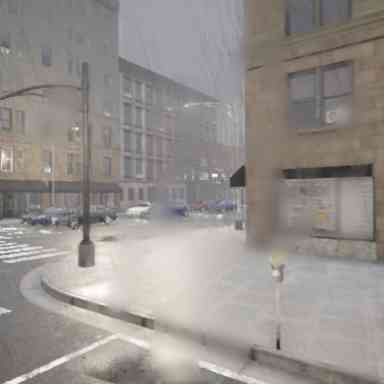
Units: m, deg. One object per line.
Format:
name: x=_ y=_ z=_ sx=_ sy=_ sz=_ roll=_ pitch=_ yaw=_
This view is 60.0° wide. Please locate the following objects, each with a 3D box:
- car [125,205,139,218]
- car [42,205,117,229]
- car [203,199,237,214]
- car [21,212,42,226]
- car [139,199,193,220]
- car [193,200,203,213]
car: x=-4.530 y=1.764 z=33.237 sx=1.812 sy=1.442 sz=4.674 roll=-1 pitch=0 yaw=35
car: x=-7.496 y=1.692 z=23.395 sx=2.128 sy=1.511 sz=4.902 roll=-1 pitch=0 yaw=35
car: x=3.701 y=1.676 z=39.248 sx=1.882 sy=1.535 sz=5.008 roll=-1 pitch=0 yaw=35
car: x=-10.058 y=1.788 z=25.400 sx=2.033 sy=1.411 sz=5.357 roll=-1 pitch=0 yaw=35
car: x=-2.302 y=1.551 z=30.760 sx=2.097 sy=1.767 sz=4.553 roll=-1 pitch=0 yaw=35
car: x=1.513 y=1.715 z=41.782 sx=1.882 sy=1.535 sz=5.008 roll=-1 pitch=0 yaw=35
